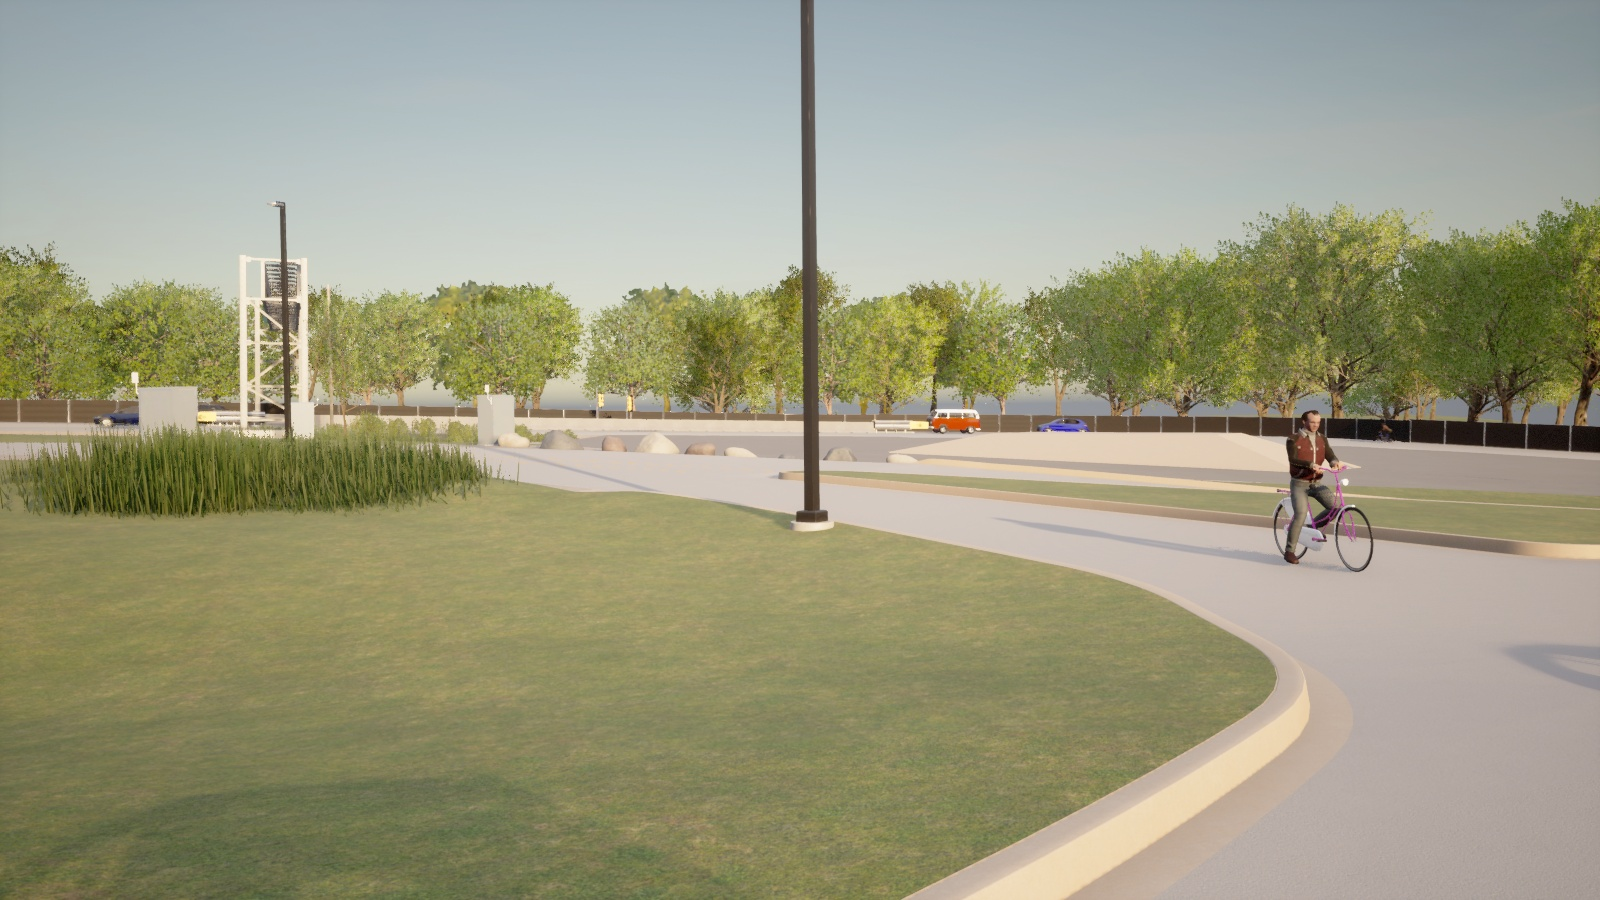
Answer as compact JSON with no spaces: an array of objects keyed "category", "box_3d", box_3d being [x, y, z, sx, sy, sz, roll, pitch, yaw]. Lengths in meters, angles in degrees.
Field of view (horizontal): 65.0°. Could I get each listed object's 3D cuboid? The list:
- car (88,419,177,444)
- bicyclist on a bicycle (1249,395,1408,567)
[{"category":"car","box_3d":[-42.575,-1.202,80.265,4.792,1.488,2.163,-1,2,-22]},{"category":"bicyclist on a bicycle","box_3d":[5.856,0.307,14.044,0.659,1.776,1.843,-2,1,-12]}]
